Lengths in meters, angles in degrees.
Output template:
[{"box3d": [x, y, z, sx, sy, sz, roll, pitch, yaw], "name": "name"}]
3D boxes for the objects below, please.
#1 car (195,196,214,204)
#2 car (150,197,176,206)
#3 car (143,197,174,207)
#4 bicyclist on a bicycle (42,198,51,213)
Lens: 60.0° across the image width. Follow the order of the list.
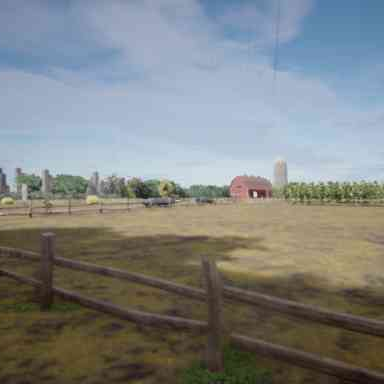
[{"box3d": [2.501, 1.659, 65.555, 1.837, 1.490, 4.892, -2, -2, 36], "name": "car"}, {"box3d": [-5.204, 1.699, 59.620, 1.837, 1.490, 4.892, -2, -2, 36], "name": "car"}, {"box3d": [-5.660, 1.638, 54.176, 2.033, 1.411, 5.357, -2, -1, 36], "name": "car"}, {"box3d": [-15.421, 1.452, 35.293, 1.656, 1.620, 0.582, 0, 0, 36], "name": "bicyclist on a bicycle"}]
